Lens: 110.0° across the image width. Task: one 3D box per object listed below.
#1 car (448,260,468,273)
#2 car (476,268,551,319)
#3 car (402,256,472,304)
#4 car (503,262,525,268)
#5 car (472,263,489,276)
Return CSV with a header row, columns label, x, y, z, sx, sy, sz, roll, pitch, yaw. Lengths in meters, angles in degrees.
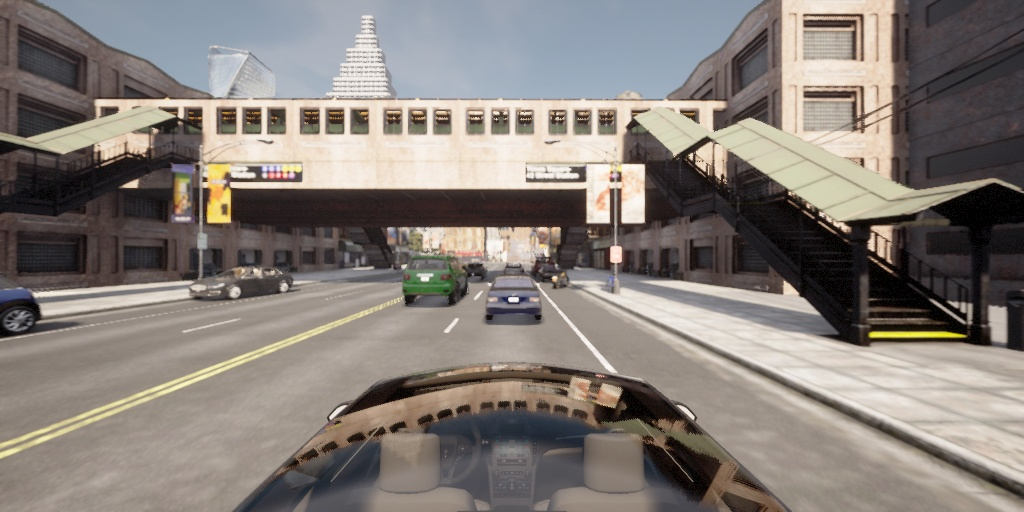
label,x,y,z,sx,sy,sz,roll,pitch,yaw
car,-6.972,1.359,46.558,1.882,1.535,5.008,0,0,0
car,0.063,1.331,13.007,2.033,1.411,5.357,0,0,0
car,-3.416,1.015,16.801,2.150,2.045,5.566,0,0,0
car,0.180,1.333,32.891,2.128,1.511,4.902,0,0,1
car,-3.317,1.347,33.169,1.837,1.490,4.892,0,0,0
